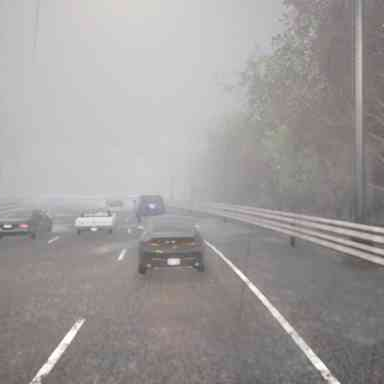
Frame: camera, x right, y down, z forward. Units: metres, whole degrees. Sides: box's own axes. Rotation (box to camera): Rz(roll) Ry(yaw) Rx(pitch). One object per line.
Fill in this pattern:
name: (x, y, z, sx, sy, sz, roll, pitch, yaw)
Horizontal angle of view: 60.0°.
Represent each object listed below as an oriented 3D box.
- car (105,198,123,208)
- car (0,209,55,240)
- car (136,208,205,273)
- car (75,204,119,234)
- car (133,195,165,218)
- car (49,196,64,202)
car: (-11.184, 1.534, 47.761, 1.812, 1.442, 4.674, 0, 0, -25)
car: (-8.569, 1.565, 17.178, 2.033, 1.411, 5.357, 0, 0, -10)
car: (-0.716, 1.501, 10.781, 1.837, 1.490, 4.892, 0, 0, -6)
car: (-5.425, 1.607, 19.227, 1.895, 1.301, 4.718, 0, 0, -11)
car: (-3.509, 1.217, 26.976, 2.150, 2.045, 5.566, 0, 0, -13)
car: (-31.856, 1.654, 77.916, 1.895, 1.301, 4.718, 0, 0, -44)
